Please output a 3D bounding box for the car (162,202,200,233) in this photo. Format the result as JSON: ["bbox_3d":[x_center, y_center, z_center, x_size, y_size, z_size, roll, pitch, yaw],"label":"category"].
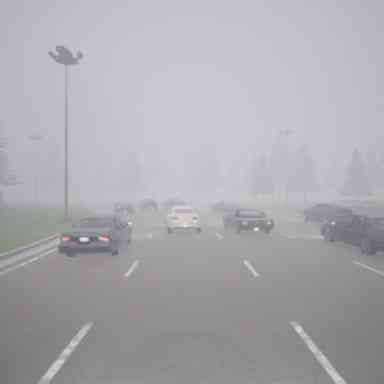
[{"bbox_3d":[-0.617,1.528,19.669,1.812,1.442,4.674,0,0,-7],"label":"car"}]

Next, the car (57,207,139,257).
[{"bbox_3d":[-3.520,1.549,13.004,2.033,1.411,5.357,0,0,-3],"label":"car"}]

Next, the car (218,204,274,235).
[{"bbox_3d":[3.028,1.603,19.071,1.895,1.301,4.718,0,0,-6],"label":"car"}]

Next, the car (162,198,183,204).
[{"bbox_3d":[-2.404,1.483,42.231,1.882,1.535,5.008,1,0,-20],"label":"car"}]

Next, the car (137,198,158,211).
[{"bbox_3d":[-5.493,1.509,40.484,1.837,1.490,4.892,1,-1,-20],"label":"car"}]

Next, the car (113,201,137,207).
[{"bbox_3d":[-7.361,1.605,35.377,1.895,1.301,4.718,0,0,-18],"label":"car"}]

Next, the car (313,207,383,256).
[{"bbox_3d":[6.969,1.549,13.121,2.033,1.411,5.357,0,0,-3],"label":"car"}]

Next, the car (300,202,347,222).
[{"bbox_3d":[9.444,1.508,23.500,1.837,1.490,4.892,1,0,-8],"label":"car"}]

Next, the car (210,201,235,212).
[{"bbox_3d":[3.480,1.606,35.576,1.895,1.301,4.718,0,0,-16],"label":"car"}]
